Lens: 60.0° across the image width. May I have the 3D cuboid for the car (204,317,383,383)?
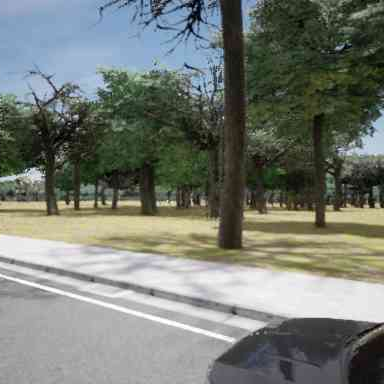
[{"bbox_3d":[2.294,1.493,1.925,4.892,1.490,1.837,-1,-1,36],"label":"car"}]
